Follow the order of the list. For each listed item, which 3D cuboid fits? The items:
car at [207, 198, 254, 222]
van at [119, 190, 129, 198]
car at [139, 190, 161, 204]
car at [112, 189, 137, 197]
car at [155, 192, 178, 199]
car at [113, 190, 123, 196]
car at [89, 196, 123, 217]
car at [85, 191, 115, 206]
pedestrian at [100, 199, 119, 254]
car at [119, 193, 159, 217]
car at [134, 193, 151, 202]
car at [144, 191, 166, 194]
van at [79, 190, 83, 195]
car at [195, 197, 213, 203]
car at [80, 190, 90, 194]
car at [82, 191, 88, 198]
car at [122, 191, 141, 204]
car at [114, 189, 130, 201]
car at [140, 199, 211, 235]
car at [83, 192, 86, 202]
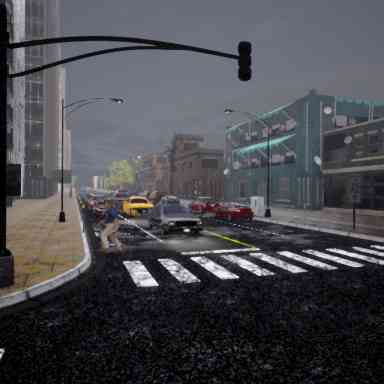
[{"bbox_3d":[2.893,1.338,23.742,1.802,1.307,4.206,1,0,-20],"label":"car"},{"bbox_3d":[-15.639,0.360,76.014,1.690,1.788,3.998,1,0,-20],"label":"van"},{"bbox_3d":[-6.370,0.717,49.879,2.192,1.841,5.009,1,0,-20],"label":"car"},{"bbox_3d":[-7.666,0.888,36.207,2.097,1.767,4.553,0,1,-19],"label":"car"},{"bbox_3d":[-2.668,1.098,39.425,2.008,1.369,4.403,1,0,-20],"label":"car"},{"bbox_3d":[-19.348,0.301,86.468,1.967,1.590,4.097,1,0,-20],"label":"car"},{"bbox_3d":[-6.860,1.228,26.170,1.802,1.307,4.206,1,0,-20],"label":"car"},{"bbox_3d":[-8.710,1.016,31.395,1.967,1.590,4.097,1,0,-20],"label":"car"},{"bbox_3d":[-2.723,1.128,11.016,0.375,1.860,0.375,1,0,-20],"label":"pedestrian"},{"bbox_3d":[-4.378,1.138,26.923,1.882,1.535,5.008,0,1,-20],"label":"car"},{"bbox_3d":[-8.285,0.850,55.268,1.752,1.417,4.829,1,0,-20],"label":"car"},{"bbox_3d":[-4.516,0.790,44.650,2.192,1.841,5.009,1,0,-20],"label":"car"},{"bbox_3d":[-21.683,0.397,67.985,1.690,1.788,3.998,1,0,-20],"label":"van"},{"bbox_3d":[1.041,1.128,28.971,1.967,1.590,4.097,1,0,-20],"label":"car"},{"bbox_3d":[-16.127,0.831,52.305,1.887,1.381,4.507,1,0,-20],"label":"car"},{"bbox_3d":[-14.274,0.942,47.079,1.802,1.307,4.206,1,0,-20],"label":"car"},{"bbox_3d":[-9.091,0.730,49.756,2.097,1.767,4.553,0,1,-20],"label":"car"},{"bbox_3d":[-12.746,0.452,60.066,2.150,2.045,5.566,0,1,-20],"label":"car"},{"bbox_3d":[-1.115,1.329,17.694,2.033,1.411,5.357,0,1,-20],"label":"car"},{"bbox_3d":[-12.420,1.015,41.849,1.802,1.307,4.206,1,0,-20],"label":"car"}]
